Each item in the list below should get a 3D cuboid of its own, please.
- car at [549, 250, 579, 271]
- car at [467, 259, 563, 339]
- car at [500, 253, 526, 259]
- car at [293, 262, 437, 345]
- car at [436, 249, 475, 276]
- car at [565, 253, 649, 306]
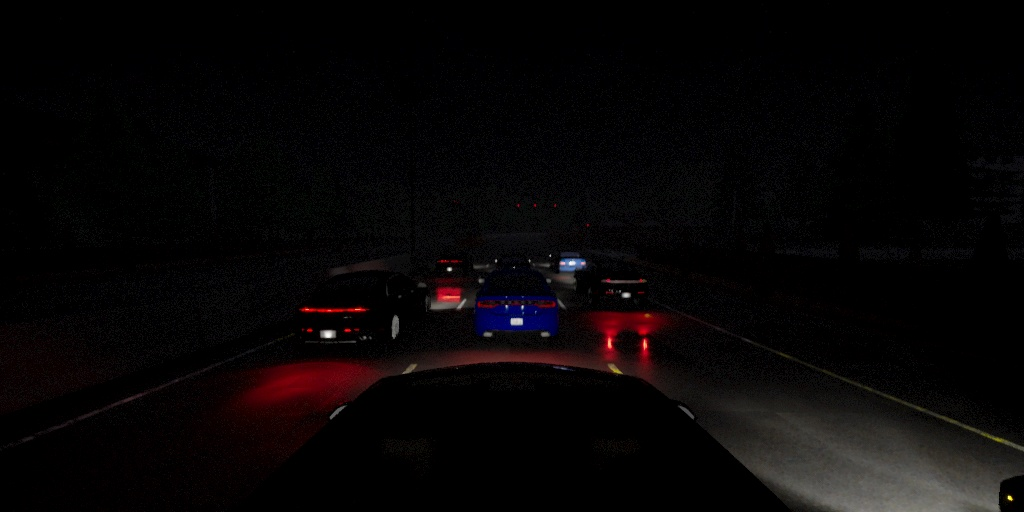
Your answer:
[{"bbox_3d":[3.538,0.283,23.267,2.033,1.411,5.357,0,4,0],"label":"car"},{"bbox_3d":[0.088,1.061,9.587,1.882,1.535,5.008,0,2,0],"label":"car"},{"bbox_3d":[0.054,0.568,19.292,2.033,1.411,5.357,0,4,0],"label":"car"},{"bbox_3d":[-3.412,1.108,9.065,1.837,1.490,4.892,0,2,0],"label":"car"},{"bbox_3d":[-3.459,0.314,22.197,1.837,1.490,4.892,0,4,0],"label":"car"},{"bbox_3d":[3.574,0.886,13.654,2.128,1.511,4.902,0,3,0],"label":"car"}]
